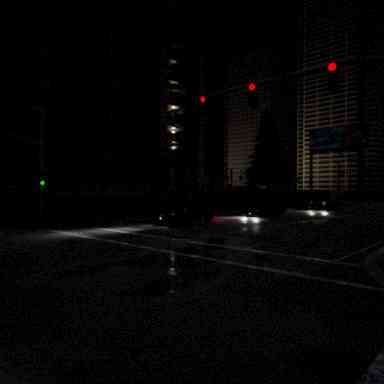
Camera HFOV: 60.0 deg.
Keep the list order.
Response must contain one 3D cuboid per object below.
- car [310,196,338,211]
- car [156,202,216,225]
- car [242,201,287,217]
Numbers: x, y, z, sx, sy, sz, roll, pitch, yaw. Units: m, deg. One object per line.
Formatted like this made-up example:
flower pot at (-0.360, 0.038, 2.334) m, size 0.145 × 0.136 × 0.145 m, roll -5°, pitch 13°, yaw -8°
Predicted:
car at (16.342, 1.334, 41.149) m, size 2.097 × 1.767 × 4.553 m, roll 0°, pitch 0°, yaw 43°
car at (-0.365, 1.463, 23.569) m, size 2.128 × 1.511 × 4.902 m, roll 0°, pitch 0°, yaw 44°
car at (6.935, 1.524, 31.257) m, size 2.033 × 1.411 × 5.357 m, roll 0°, pitch 0°, yaw 44°
